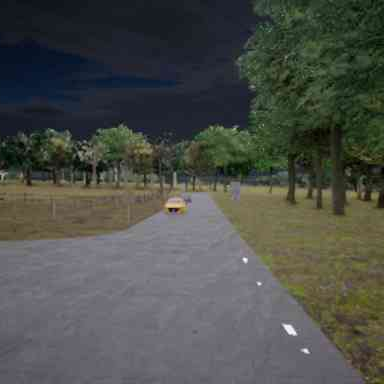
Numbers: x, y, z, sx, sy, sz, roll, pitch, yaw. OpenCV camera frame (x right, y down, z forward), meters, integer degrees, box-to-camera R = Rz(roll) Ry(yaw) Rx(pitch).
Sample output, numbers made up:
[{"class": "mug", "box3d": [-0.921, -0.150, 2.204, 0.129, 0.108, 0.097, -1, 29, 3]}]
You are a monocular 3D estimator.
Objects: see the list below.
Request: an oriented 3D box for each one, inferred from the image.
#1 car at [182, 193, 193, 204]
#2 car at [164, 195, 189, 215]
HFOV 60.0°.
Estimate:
[{"class": "car", "box3d": [-0.952, 1.023, 53.963, 1.837, 1.490, 4.892, 0, 1, 2]}, {"class": "car", "box3d": [-1.621, 1.360, 33.074, 1.882, 1.535, 5.008, 0, 1, 2]}]
